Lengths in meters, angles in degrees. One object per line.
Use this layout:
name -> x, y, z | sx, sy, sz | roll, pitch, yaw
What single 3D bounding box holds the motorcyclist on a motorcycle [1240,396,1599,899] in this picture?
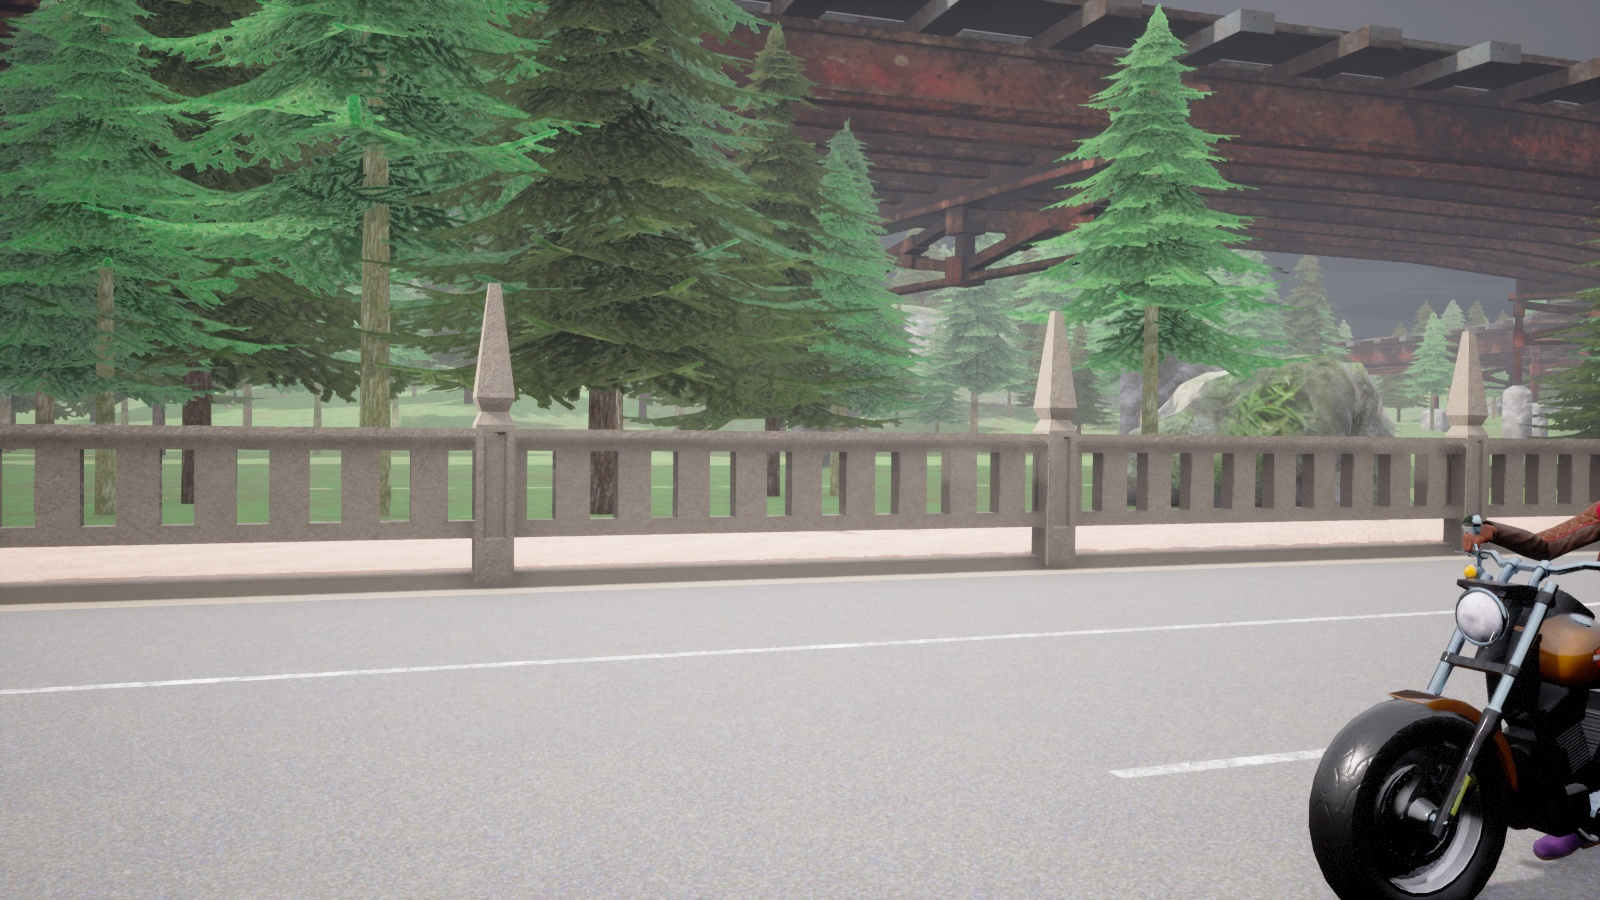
motorcyclist on a motorcycle -> 2.716, 0.650, 4.271 | 2.350, 1.649, 0.766 | -1, 1, -21
